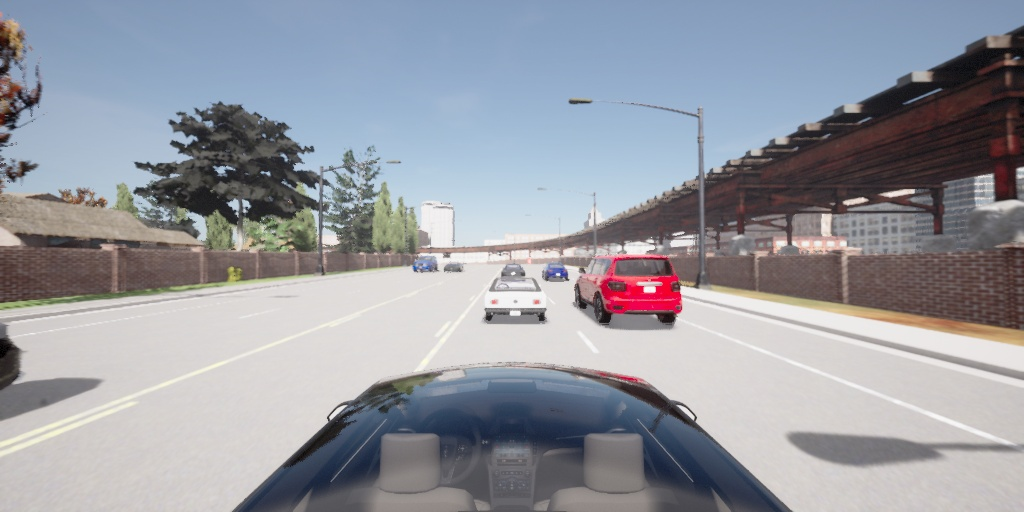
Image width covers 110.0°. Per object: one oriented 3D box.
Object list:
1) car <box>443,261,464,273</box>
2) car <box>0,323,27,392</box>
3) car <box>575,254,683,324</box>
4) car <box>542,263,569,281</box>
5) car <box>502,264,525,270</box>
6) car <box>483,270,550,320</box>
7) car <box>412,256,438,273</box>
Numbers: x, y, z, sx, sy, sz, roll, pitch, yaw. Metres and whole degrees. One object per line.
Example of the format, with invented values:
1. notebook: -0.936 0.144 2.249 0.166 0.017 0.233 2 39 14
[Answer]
1. car: -7.085 1.329 43.834 1.994 1.385 4.181 0 0 0
2. car: -7.100 1.243 2.403 2.128 1.511 4.902 0 0 0
3. car: 3.600 0.975 12.053 2.150 2.045 5.566 0 0 0
4. car: 3.600 1.286 30.299 1.812 1.442 4.674 0 0 0
5. car: 0.101 1.324 29.782 1.994 1.385 4.181 0 0 0
6. car: 0.101 1.355 12.546 1.895 1.301 4.718 0 0 0
7. car: -10.589 0.986 44.283 2.150 2.045 5.566 0 0 0
